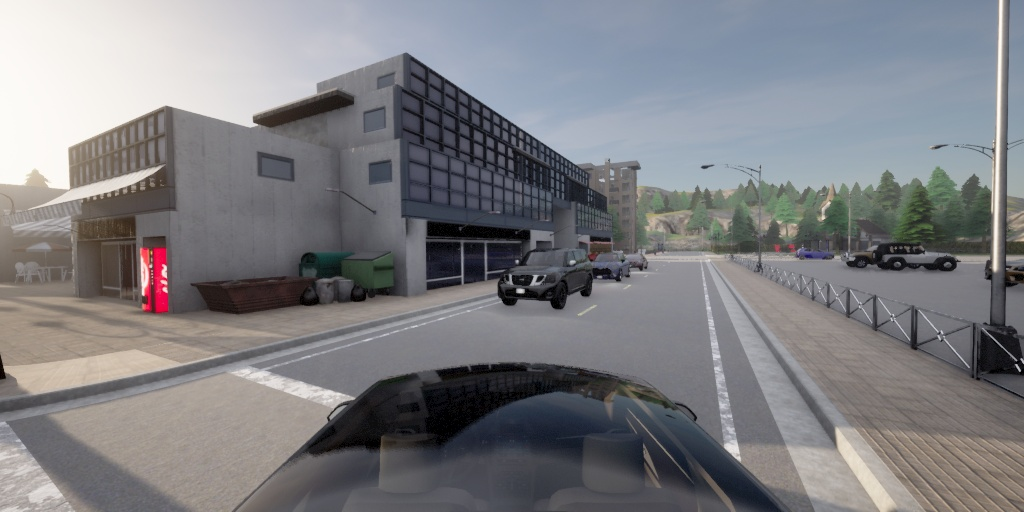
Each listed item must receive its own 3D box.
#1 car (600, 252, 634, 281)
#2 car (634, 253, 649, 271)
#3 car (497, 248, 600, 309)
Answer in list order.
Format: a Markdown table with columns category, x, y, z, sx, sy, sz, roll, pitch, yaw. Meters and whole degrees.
| category | x | y | z | sx | sy | sz | roll | pitch | yaw |
| --- | --- | --- | --- | --- | --- | --- | --- | --- | --- |
| car | 6.088 | 0.573 | 22.645 | 2.097 | 1.767 | 4.553 | 0 | 1 | 28 |
| car | 10.820 | 0.480 | 31.717 | 1.812 | 1.442 | 4.674 | 0 | 1 | 28 |
| car | 1.544 | 0.700 | 13.921 | 2.150 | 2.045 | 5.566 | 0 | 1 | 27 |
